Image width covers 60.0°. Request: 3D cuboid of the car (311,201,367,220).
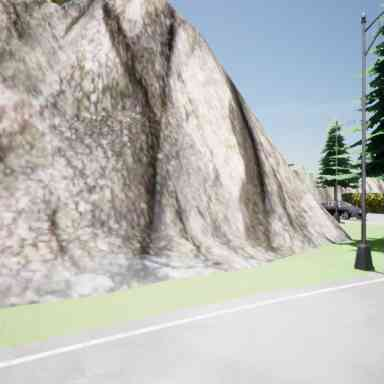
[{"bbox_3d":[12.368,1.492,28.302,2.128,1.511,4.902,0,0,-26],"label":"car"}]
